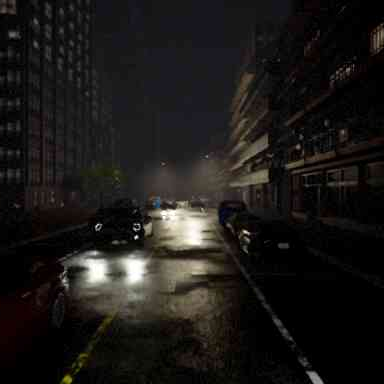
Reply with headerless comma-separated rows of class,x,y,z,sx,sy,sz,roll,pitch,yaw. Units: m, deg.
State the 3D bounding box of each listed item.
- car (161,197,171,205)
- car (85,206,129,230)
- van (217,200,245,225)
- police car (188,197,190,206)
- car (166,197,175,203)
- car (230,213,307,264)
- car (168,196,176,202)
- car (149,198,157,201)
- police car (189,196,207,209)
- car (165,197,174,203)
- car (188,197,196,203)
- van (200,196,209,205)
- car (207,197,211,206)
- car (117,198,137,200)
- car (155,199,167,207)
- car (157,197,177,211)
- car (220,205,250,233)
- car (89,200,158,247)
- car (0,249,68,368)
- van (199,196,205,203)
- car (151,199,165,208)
car,-5.692,1.885,72.578,1.967,1.590,4.097,0,0,0
car,-5.692,1.693,22.872,1.947,1.339,4.313,0,0,0
van,2.688,1.468,22.873,1.690,1.788,3.998,0,0,0
police car,0.464,1.796,61.870,1.930,1.638,5.238,0,0,-8
car,-5.692,2.115,89.144,2.008,1.369,4.403,0,0,0
car,2.689,1.630,11.825,1.947,1.339,4.313,0,0,0
car,-5.692,2.044,94.668,1.967,1.590,4.097,0,0,0
car,-5.692,1.814,44.963,2.008,1.369,4.403,0,0,0
police car,0.901,1.732,51.971,1.930,1.638,5.238,0,0,0
car,-5.692,2.074,83.621,2.008,1.369,4.403,0,0,0
car,0.001,1.989,84.598,1.895,1.301,4.718,0,0,0
van,2.688,1.785,72.577,1.690,1.788,3.998,0,0,0
car,2.689,1.920,61.530,2.008,1.369,4.403,0,0,0
car,-5.693,1.475,28.395,2.192,1.841,5.009,0,0,0
car,-5.692,1.935,61.530,1.947,1.339,4.313,0,0,0
car,-3.086,1.754,44.791,2.128,1.511,4.902,0,-1,0
car,2.689,1.621,17.518,1.752,1.417,4.829,0,0,0
car,-3.043,1.437,15.545,2.097,1.767,4.553,0,0,0
car,-3.089,1.548,4.196,1.812,1.442,4.674,0,-1,0
van,2.689,1.905,89.144,1.690,1.788,3.998,0,0,0
car,-5.692,1.877,56.008,1.887,1.381,4.507,0,0,0
